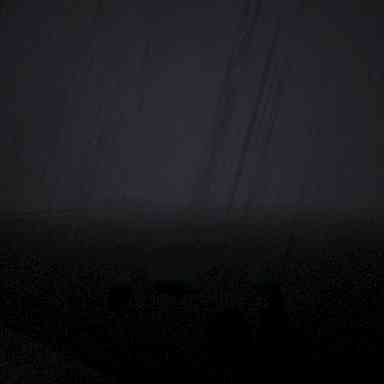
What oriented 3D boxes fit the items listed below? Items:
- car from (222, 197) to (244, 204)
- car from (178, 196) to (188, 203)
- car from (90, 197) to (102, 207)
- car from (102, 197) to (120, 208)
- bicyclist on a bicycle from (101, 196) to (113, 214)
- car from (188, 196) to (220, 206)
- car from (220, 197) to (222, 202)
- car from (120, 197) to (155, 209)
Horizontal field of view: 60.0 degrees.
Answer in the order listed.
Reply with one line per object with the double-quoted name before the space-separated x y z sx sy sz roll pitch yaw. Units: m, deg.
"car" 7.995 1.601 62.230 1.895 1.301 4.718 0 0 35
"car" -0.927 1.564 67.638 1.994 1.385 4.181 0 0 35
"car" -13.022 1.477 50.300 1.882 1.535 5.008 0 0 35
"car" -10.142 1.477 48.309 1.882 1.535 5.008 0 0 35
"bicyclist on a bicycle" -8.025 1.156 31.722 1.656 1.620 0.582 33 17 27
"car" 2.031 1.478 53.612 1.882 1.535 5.008 0 0 35
"car" 4.769 1.564 63.567 1.994 1.385 4.181 0 0 35
"car" -7.180 1.492 46.437 2.128 1.511 4.902 0 0 35
